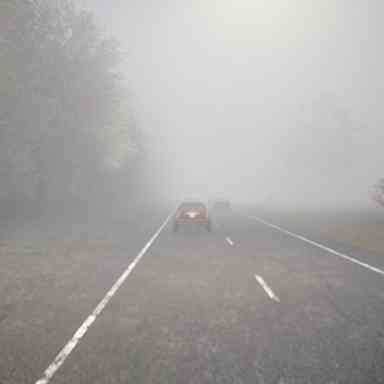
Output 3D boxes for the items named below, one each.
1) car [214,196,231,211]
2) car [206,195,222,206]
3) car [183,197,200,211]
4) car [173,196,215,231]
[{"bbox_3d":[3.312,1.315,38.446,1.882,1.535,5.008,0,0,0],"label":"car"},{"bbox_3d":[3.265,1.277,50.658,2.128,1.511,4.902,0,0,0],"label":"car"},{"bbox_3d":[-0.093,1.347,39.143,1.837,1.490,4.892,0,1,0],"label":"car"},{"bbox_3d":[0.005,1.274,19.969,2.097,1.767,4.553,0,0,0],"label":"car"}]
